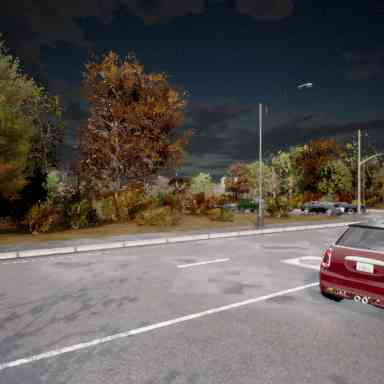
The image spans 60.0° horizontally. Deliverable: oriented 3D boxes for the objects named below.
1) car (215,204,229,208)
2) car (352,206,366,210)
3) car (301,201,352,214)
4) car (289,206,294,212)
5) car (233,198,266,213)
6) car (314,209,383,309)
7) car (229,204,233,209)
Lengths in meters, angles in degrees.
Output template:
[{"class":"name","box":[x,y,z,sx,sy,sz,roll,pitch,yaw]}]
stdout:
[{"class":"car","box":[3.318,2.672,53.382,1.895,1.301,4.718,0,-3,-32]},{"class":"car","box":[17.144,1.827,37.807,1.895,1.301,4.718,0,-1,-32]},{"class":"car","box":[14.102,1.709,36.062,2.128,1.511,4.902,0,-1,-32]},{"class":"car","box":[11.828,2.036,46.333,1.882,1.535,5.008,0,-3,-32]},{"class":"car","box":[8.504,1.799,45.048,2.150,2.045,5.566,0,-3,-32]},{"class":"car","box":[4.811,1.363,7.120,4.553,1.767,2.097,0,0,-35]},{"class":"car","box":[6.308,2.627,55.188,2.033,1.411,5.357,0,-3,-32]}]
